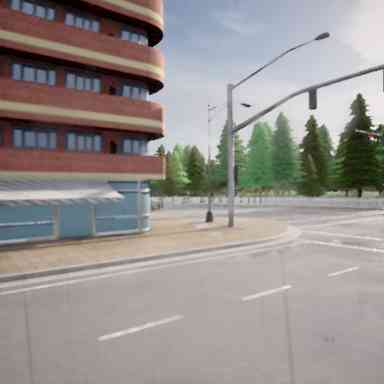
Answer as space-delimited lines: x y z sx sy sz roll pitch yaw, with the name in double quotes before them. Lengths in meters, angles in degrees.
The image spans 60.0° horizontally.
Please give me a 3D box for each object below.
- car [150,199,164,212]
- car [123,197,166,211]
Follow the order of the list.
"car" -5.256 1.305 32.496 4.181 1.385 1.994 0 0 22
"car" -5.176 1.274 36.204 4.181 1.385 1.994 0 0 20
